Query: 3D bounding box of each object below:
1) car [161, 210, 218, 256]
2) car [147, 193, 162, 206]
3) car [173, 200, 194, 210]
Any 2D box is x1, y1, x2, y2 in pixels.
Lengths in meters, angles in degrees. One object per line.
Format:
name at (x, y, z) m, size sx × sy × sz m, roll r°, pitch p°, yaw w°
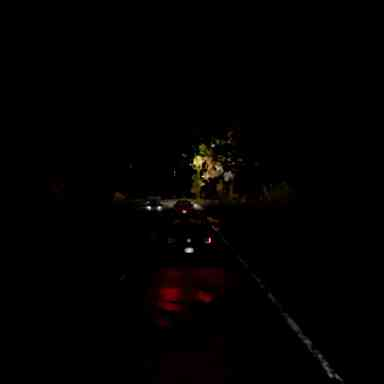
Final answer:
car at (-0.121, 1.591, 12.992) m, size 1.895 × 1.301 × 4.718 m, roll 0°, pitch 0°, yaw -1°
car at (-6.025, 1.145, 53.835) m, size 2.150 × 2.045 × 5.566 m, roll 0°, pitch 0°, yaw -5°
car at (-0.755, 1.491, 30.360) m, size 1.812 × 1.442 × 4.674 m, roll 0°, pitch 0°, yaw -3°
